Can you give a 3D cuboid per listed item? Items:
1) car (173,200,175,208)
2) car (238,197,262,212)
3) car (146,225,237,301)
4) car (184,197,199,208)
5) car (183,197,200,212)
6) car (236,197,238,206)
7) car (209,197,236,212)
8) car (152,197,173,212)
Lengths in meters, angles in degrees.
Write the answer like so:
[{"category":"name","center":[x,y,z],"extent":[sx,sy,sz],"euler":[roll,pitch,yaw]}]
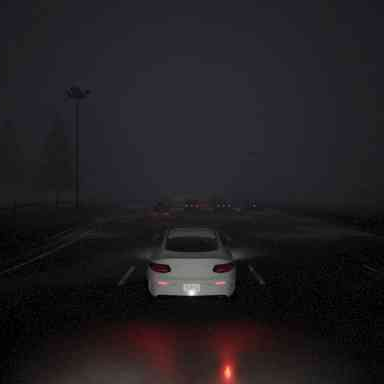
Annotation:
[{"category":"car","center":[-3.537,1.491,49.207],"extent":[2.128,1.511,4.902],"euler":[0,0,0]},{"category":"car","center":[6.970,1.564,39.212],"extent":[1.994,1.385,4.181],"euler":[0,0,0]},{"category":"car","center":[-0.006,1.526,8.181],"extent":[1.812,1.442,4.674],"euler":[0,0,0]},{"category":"car","center":[-0.037,1.491,49.209],"extent":[2.128,1.511,4.902],"euler":[0,0,0]},{"category":"car","center":[-0.029,1.547,38.790],"extent":[2.033,1.411,5.357],"euler":[0,0,0]},{"category":"car","center":[6.963,1.526,49.215],"extent":[1.812,1.442,4.674],"euler":[0,0,0]},{"category":"car","center":[3.471,1.547,38.793],"extent":[2.033,1.411,5.357],"euler":[0,0,0]},{"category":"car","center":[-3.530,1.526,39.204],"extent":[1.812,1.442,4.674],"euler":[0,0,0]}]
